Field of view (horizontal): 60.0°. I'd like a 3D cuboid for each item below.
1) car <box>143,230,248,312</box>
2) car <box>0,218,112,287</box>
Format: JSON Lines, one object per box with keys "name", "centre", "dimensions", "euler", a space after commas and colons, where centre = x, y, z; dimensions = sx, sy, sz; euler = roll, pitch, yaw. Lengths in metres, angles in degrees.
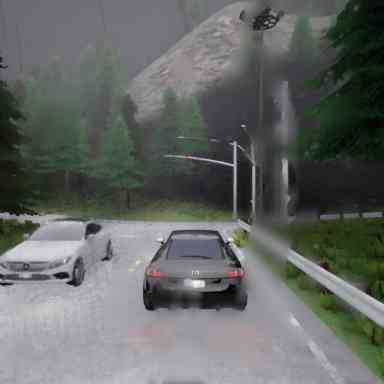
{"name": "car", "centre": [0.075, 1.564, 7.782], "dimensions": [1.994, 1.385, 4.181], "euler": [0, 0, 1]}
{"name": "car", "centre": [-3.568, 1.525, 9.489], "dimensions": [1.812, 1.442, 4.674], "euler": [0, 0, 0]}
